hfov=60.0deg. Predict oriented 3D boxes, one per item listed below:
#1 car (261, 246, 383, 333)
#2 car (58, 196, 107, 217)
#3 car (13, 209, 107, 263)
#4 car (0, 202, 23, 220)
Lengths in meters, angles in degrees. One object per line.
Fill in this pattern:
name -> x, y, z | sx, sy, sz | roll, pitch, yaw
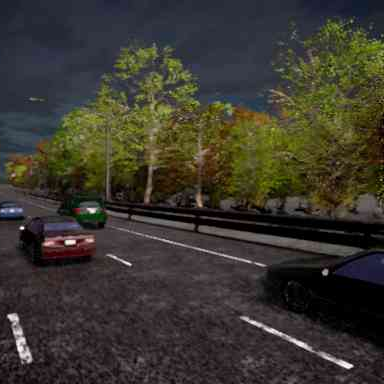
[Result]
car -> 3.600, 1.590, 5.351 | 2.033, 1.411, 5.357 | 0, 0, -33
car -> -7.492, 1.269, 22.353 | 2.150, 2.045, 5.566 | 0, 0, -33
car -> -5.103, 1.589, 12.285 | 2.033, 1.411, 5.357 | 0, 0, -33
car -> -15.564, 1.512, 28.320 | 2.033, 1.411, 5.357 | 0, 0, -33
